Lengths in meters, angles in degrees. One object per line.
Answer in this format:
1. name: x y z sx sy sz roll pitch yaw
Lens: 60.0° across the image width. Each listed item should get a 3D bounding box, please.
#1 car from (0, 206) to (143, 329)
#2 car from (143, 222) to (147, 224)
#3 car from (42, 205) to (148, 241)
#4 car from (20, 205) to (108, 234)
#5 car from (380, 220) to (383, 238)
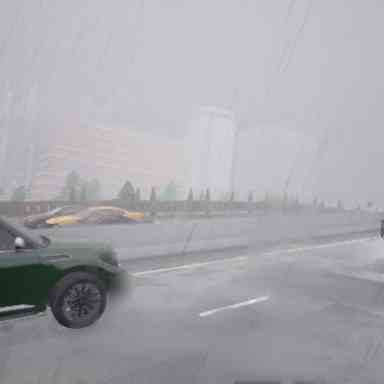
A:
1. car: -3.841 1.220 5.305 5.566 2.045 2.150 0 0 -35
2. car: -3.837 1.596 14.151 4.181 1.385 1.994 1 0 -36
3. car: -5.030 1.516 17.599 5.008 1.535 1.882 0 0 -35
4. car: -7.631 1.559 20.043 4.674 1.442 1.812 0 0 -35
5. car: 10.920 1.591 15.834 5.008 1.535 1.882 0 0 -36
